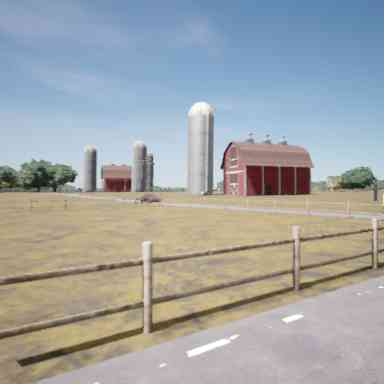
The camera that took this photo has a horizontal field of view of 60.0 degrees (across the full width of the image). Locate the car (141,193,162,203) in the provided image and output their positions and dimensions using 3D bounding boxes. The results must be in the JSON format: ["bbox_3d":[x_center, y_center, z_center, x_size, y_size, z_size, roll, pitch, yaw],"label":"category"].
[{"bbox_3d":[-7.110,1.038,58.168,2.097,1.767,4.553,1,0,-35],"label":"car"}]
